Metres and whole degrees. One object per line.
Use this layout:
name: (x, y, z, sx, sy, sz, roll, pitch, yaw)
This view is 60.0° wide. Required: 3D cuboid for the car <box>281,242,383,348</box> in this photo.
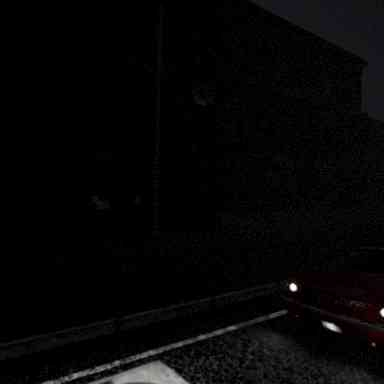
car: (3.825, 1.666, 6.118, 4.718, 1.301, 1.895, 1, 0, -35)
